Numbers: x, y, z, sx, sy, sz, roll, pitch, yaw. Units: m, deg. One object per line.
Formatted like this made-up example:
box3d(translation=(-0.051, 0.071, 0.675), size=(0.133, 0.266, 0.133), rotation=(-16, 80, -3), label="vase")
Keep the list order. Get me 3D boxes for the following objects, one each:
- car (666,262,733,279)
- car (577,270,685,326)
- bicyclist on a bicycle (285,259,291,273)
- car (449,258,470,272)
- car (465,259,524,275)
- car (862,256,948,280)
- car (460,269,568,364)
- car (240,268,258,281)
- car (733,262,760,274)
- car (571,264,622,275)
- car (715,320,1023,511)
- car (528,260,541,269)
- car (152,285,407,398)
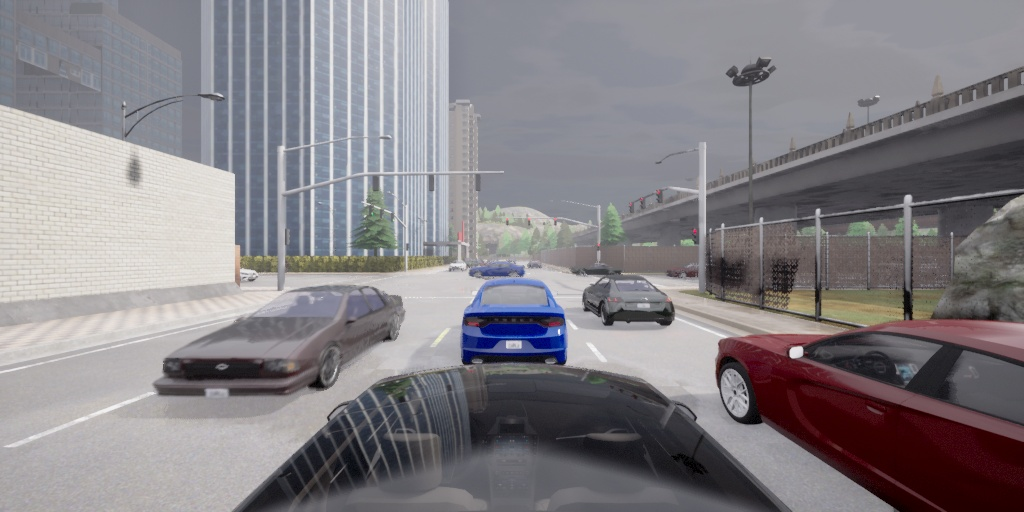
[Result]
box3d(translation=(16.384, 1.283, 31.975), size=(5.008, 1.535, 1.882), rotation=(0, 0, 0), label="car")
box3d(translation=(3.576, 1.314, 11.709), size=(1.994, 1.385, 4.181), rotation=(0, 0, 0), label="car")
box3d(translation=(-25.296, 1.106, 40.175), size=(0.582, 1.620, 1.656), rotation=(0, 0, 0), label="bicyclist on a bicycle")
box3d(translation=(-7.086, 1.276, 47.271), size=(1.812, 1.442, 4.674), rotation=(0, 0, 0), label="car")
box3d(translation=(-1.311, 1.256, 31.940), size=(5.008, 1.535, 1.882), rotation=(0, 0, 0), label="car")
box3d(translation=(34.646, 1.027, 32.002), size=(5.566, 2.045, 2.150), rotation=(0, 0, -1), label="car")
box3d(translation=(0.053, 1.228, 8.049), size=(1.882, 1.535, 5.008), rotation=(0, 0, 1), label="car")
box3d(translation=(-22.634, 1.331, 28.218), size=(4.674, 1.442, 1.812), rotation=(0, 0, 0), label="car")
box3d(translation=(21.927, 1.310, 35.486), size=(4.892, 1.490, 1.837), rotation=(0, 0, 0), label="car")
box3d(translation=(8.256, 1.389, 35.461), size=(4.718, 1.301, 1.895), rotation=(1, 0, 0), label="car")
box3d(translation=(3.601, 1.228, 2.715), size=(1.882, 1.535, 5.008), rotation=(0, 0, 0), label="car")
box3d(translation=(3.575, 1.350, 56.832), size=(1.895, 1.301, 4.718), rotation=(0, 0, 1), label="car")
box3d(translation=(-3.633, 1.297, 7.071), size=(2.033, 1.411, 5.357), rotation=(0, 0, 0), label="car")
